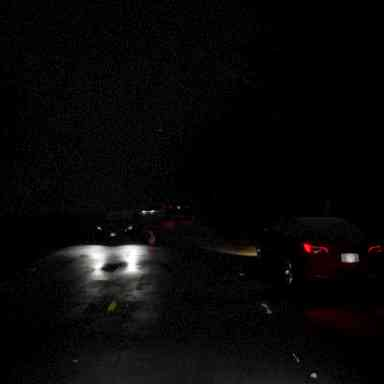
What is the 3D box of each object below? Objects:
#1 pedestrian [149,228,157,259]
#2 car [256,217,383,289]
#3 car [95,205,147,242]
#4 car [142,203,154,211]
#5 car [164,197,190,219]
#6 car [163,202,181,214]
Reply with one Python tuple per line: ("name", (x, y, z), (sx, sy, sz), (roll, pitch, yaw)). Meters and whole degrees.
("pedestrian", (-1.303, 1.714, 11.423), (0.500, 1.100, 0.500), (-1, 1, -7))
("car", (3.122, 1.382, 9.033), (2.163, 1.488, 4.792), (0, 0, -2))
("car", (-3.570, 1.615, 16.888), (1.812, 1.442, 4.674), (0, -1, -3))
("car", (-7.395, 2.443, 55.654), (1.994, 1.385, 4.181), (0, -2, -8))
("car", (-1.406, 1.544, 32.397), (2.150, 2.045, 5.566), (0, -1, -4))
("car", (-2.759, 2.119, 45.186), (2.033, 1.411, 5.357), (0, -1, -7))
